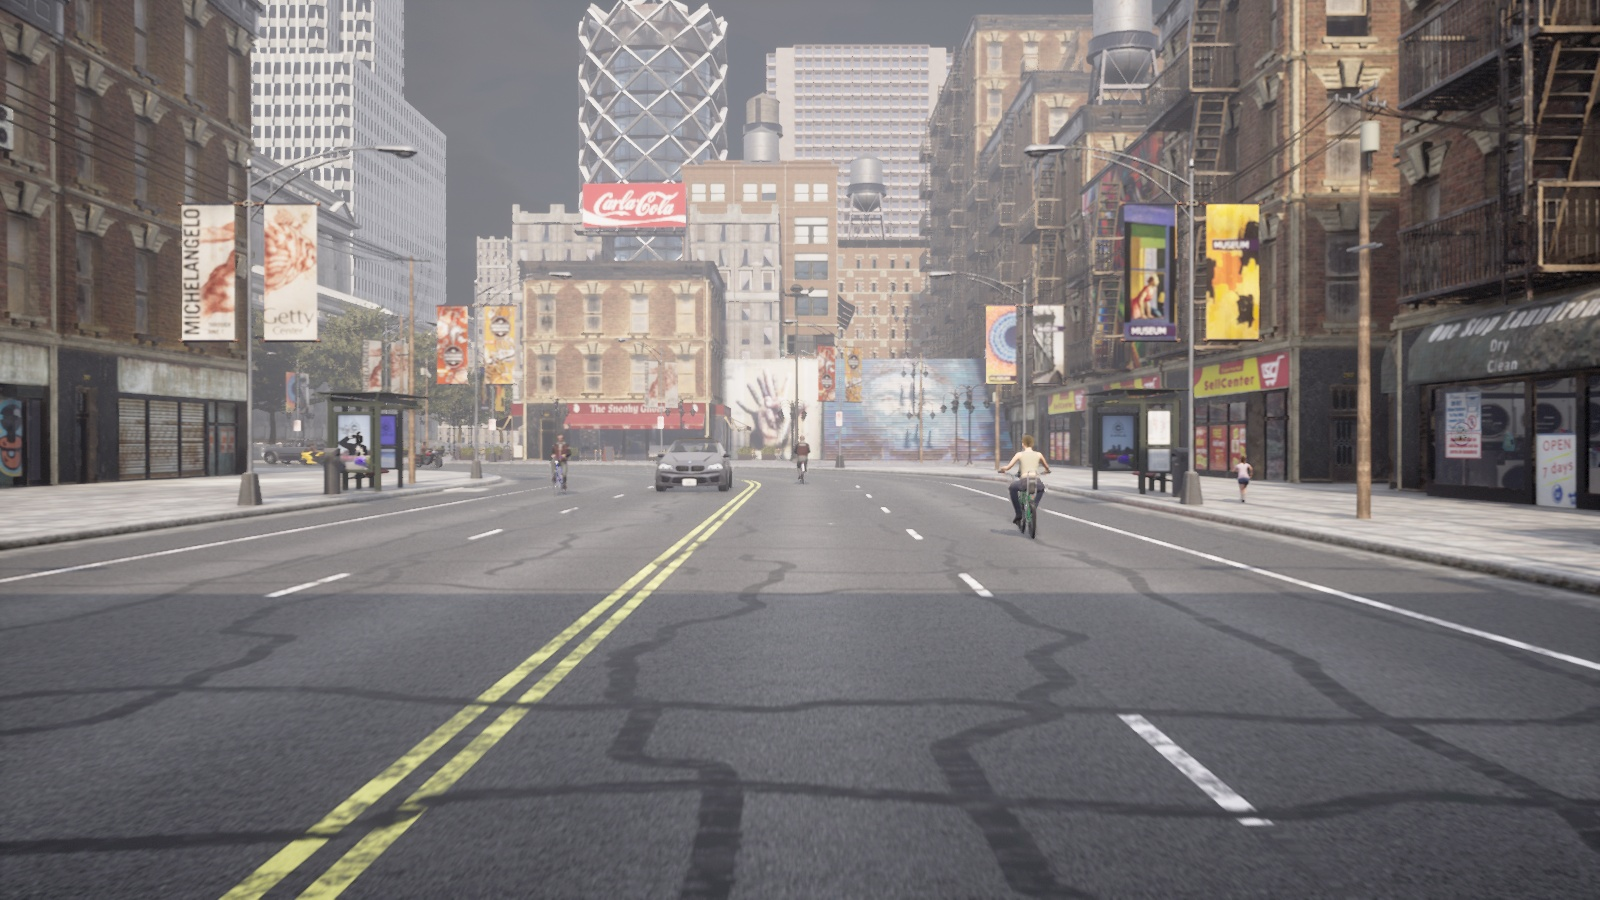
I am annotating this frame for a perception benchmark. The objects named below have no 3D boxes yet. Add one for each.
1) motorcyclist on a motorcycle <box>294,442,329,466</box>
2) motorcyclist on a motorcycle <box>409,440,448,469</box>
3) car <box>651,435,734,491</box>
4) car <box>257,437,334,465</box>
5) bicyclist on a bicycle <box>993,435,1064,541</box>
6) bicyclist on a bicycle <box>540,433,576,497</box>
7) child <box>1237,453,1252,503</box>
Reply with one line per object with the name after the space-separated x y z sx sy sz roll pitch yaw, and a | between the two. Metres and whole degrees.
-31.870 0.242 81.910 2.044 1.523 0.797 0 1 17 | motorcyclist on a motorcycle
-21.853 0.263 73.818 2.350 1.649 0.766 0 1 30 | motorcyclist on a motorcycle
-3.299 0.366 39.460 2.242 1.667 4.611 0 0 0 | car
-34.609 0.050 86.179 4.605 1.855 1.932 0 0 13 | car
3.604 0.573 19.954 0.866 1.612 1.509 0 0 1 | bicyclist on a bicycle
-6.827 0.412 35.462 0.659 1.776 1.843 0 0 0 | bicyclist on a bicycle
9.968 0.632 28.175 0.255 1.110 0.394 0 0 9 | child
